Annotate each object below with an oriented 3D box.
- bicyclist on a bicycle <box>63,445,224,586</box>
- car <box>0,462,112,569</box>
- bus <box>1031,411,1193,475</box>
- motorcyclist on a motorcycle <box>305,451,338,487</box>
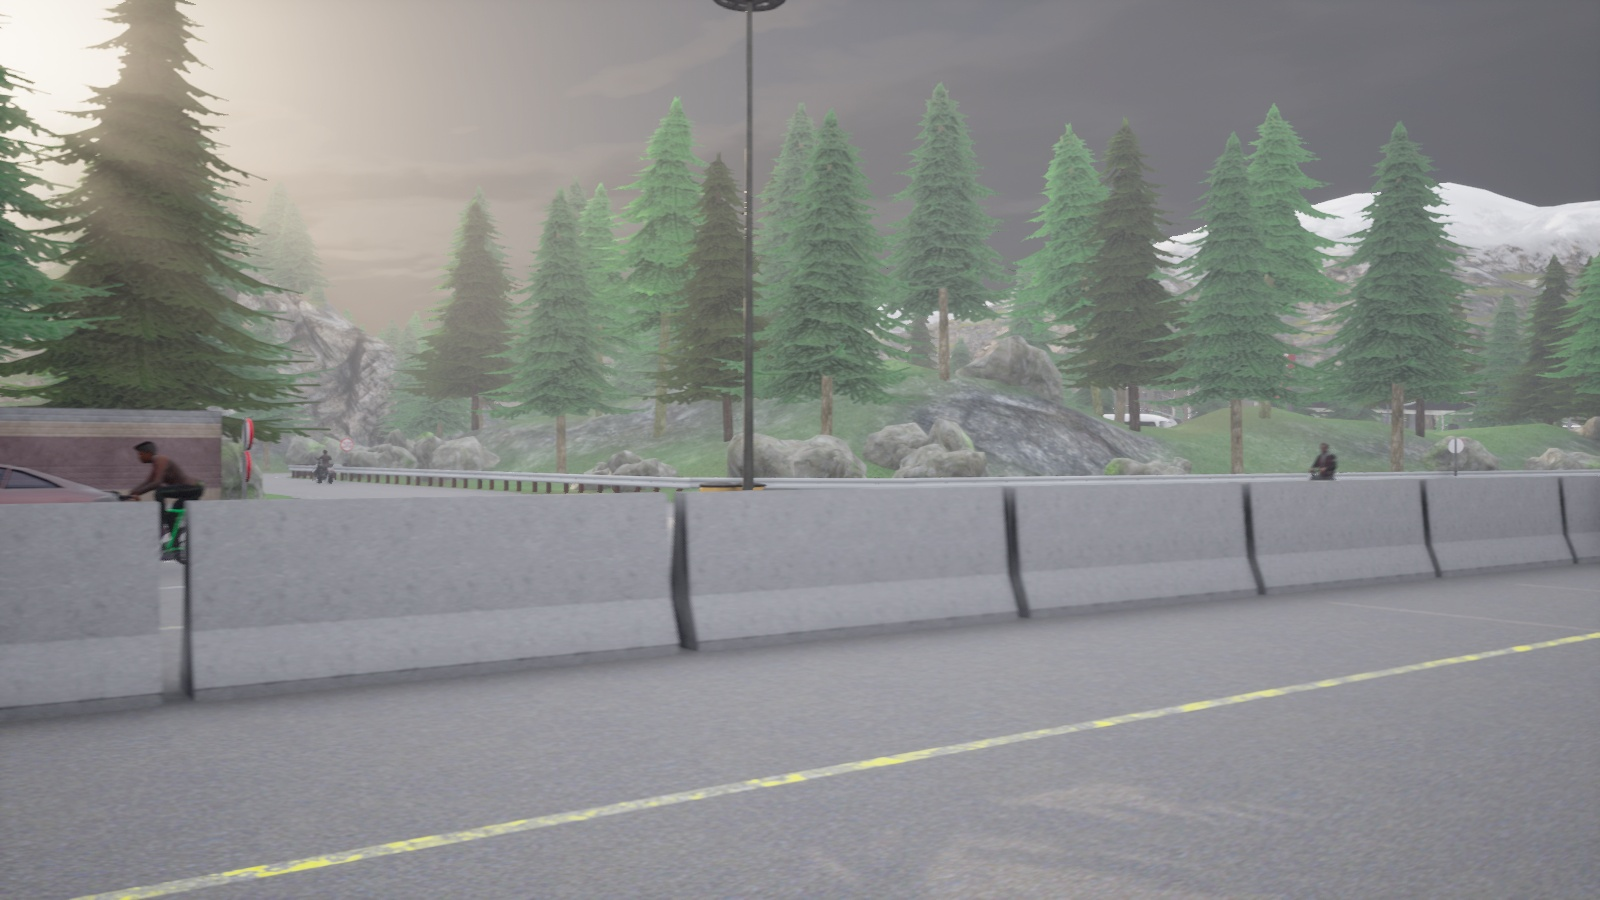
[{"bbox_3d":[-7.927,0.752,15.200,1.656,1.620,0.582,0,0,-35],"label":"bicyclist on a bicycle"},{"bbox_3d":[-11.714,0.875,16.828,4.181,1.385,1.994,0,0,-35],"label":"car"},{"bbox_3d":[21.799,-0.479,88.011,10.273,4.253,3.944,0,0,33],"label":"bus"},{"bbox_3d":[-22.498,0.883,59.019,0.766,1.649,2.350,0,0,-37],"label":"motorcyclist on a motorcycle"}]
